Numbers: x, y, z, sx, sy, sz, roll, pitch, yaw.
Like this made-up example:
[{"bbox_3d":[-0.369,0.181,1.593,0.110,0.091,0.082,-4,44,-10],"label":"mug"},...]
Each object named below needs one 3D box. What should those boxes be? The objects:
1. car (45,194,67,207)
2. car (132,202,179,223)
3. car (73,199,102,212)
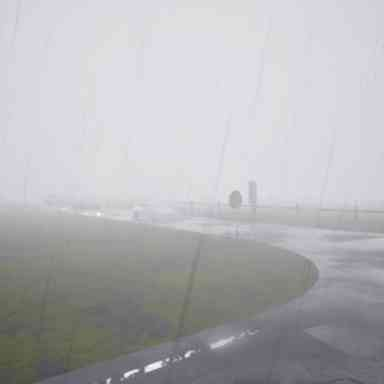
[{"bbox_3d":[-18.981,1.073,46.348,2.097,1.767,4.553,-1,1,-36],"label":"car"},{"bbox_3d":[-2.937,1.489,25.668,1.812,1.442,4.674,-1,1,-39],"label":"car"},{"bbox_3d":[-11.511,1.427,36.479,1.994,1.385,4.181,-1,1,-38],"label":"car"}]
